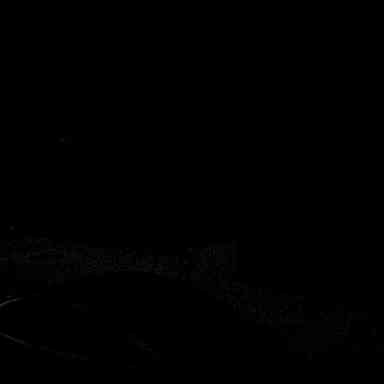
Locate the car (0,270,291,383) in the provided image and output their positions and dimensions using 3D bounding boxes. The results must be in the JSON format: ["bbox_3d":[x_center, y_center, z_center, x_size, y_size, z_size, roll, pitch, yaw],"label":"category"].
[{"bbox_3d":[-1.123,1.574,3.609,4.313,1.339,1.947,0,0,35],"label":"car"}]
